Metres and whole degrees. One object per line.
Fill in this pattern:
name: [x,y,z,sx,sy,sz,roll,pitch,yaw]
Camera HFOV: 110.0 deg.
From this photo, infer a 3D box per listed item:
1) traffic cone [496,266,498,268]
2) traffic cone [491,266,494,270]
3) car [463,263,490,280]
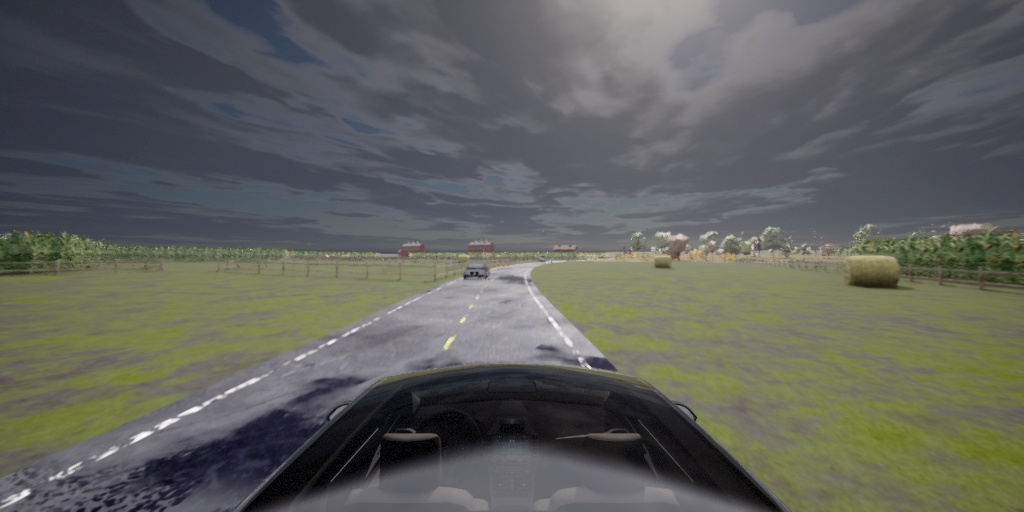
traffic cone: [-2.354,1.668,56.658,0.340,0.580,0.340,0,0,6]
traffic cone: [-2.850,1.670,51.644,0.340,0.580,0.340,0,0,5]
car: [-3.004,1.293,31.058,1.994,1.385,4.181,0,0,2]
